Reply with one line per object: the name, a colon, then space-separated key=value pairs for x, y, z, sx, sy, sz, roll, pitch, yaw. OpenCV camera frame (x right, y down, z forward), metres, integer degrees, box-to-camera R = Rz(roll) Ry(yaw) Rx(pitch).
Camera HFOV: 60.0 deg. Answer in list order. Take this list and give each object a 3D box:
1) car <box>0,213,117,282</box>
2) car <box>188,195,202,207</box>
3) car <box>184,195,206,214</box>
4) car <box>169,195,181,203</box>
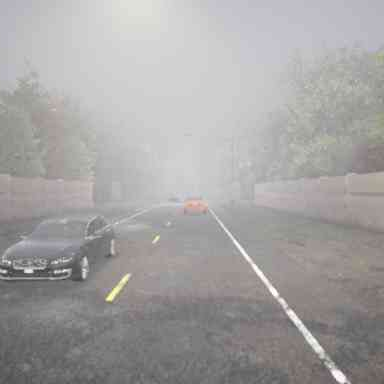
car: x=-3.518 y=1.440 z=9.639 sx=1.837 sy=1.490 sz=4.892 roll=0 pitch=1 yaw=1
car: x=0.472 y=1.181 z=46.300 sx=1.882 sy=1.535 sz=5.008 roll=0 pitch=0 yaw=2
car: x=0.297 y=1.138 z=32.675 sx=2.097 sy=1.767 sz=4.553 roll=0 pitch=0 yaw=1
car: x=-3.011 y=1.208 z=58.128 sx=1.895 sy=1.301 sz=4.718 roll=0 pitch=0 yaw=1
